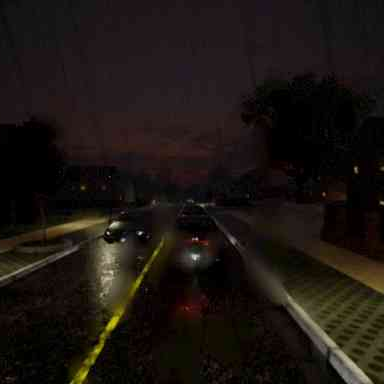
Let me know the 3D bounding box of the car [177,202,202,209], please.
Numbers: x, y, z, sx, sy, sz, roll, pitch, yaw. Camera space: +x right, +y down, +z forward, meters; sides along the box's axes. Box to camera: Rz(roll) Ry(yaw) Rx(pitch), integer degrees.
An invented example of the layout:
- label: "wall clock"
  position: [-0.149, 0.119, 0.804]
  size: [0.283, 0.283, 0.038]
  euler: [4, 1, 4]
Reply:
- label: "car"
  position: [0.093, 1.717, 25.481]
  size: [2.033, 1.411, 5.357]
  euler: [0, 0, 0]

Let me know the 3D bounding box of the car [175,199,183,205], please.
- label: "car"
  position: [-3.282, 2.405, 84.409]
  size: [1.882, 1.535, 5.008]
  euler: [0, -1, -1]

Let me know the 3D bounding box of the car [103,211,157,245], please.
- label: "car"
  position: [-2.845, 1.646, 16.506]
  size: [2.033, 1.411, 5.357]
  euler: [0, 0, 0]

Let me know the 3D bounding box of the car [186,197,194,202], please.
- label: "car"
  position: [-0.535, 2.481, 84.658]
  size: [1.895, 1.301, 4.718]
  euler: [0, -1, -1]

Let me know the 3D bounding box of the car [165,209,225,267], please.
- label: "car"
  position: [0.092, 1.573, 11.702]
  size: [1.837, 1.490, 4.892]
  euler: [0, 0, 0]
